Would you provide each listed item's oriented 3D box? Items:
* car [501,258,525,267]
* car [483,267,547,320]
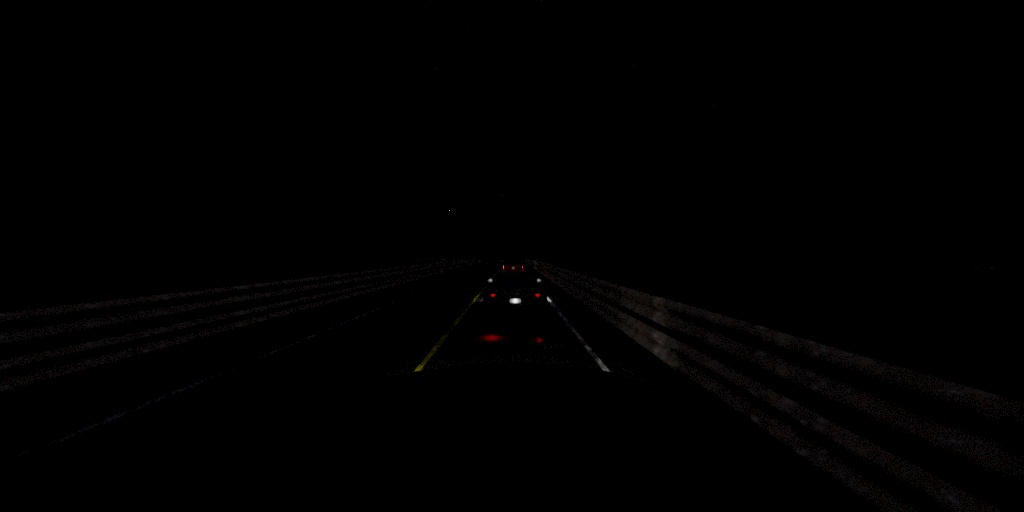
[{"bbox_3d":[0.099,0.980,31.432,2.097,1.767,4.553,0,0,0],"label":"car"},{"bbox_3d":[0.096,1.256,12.348,1.994,1.385,4.181,0,0,0],"label":"car"}]
